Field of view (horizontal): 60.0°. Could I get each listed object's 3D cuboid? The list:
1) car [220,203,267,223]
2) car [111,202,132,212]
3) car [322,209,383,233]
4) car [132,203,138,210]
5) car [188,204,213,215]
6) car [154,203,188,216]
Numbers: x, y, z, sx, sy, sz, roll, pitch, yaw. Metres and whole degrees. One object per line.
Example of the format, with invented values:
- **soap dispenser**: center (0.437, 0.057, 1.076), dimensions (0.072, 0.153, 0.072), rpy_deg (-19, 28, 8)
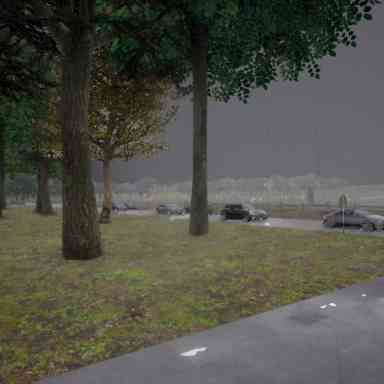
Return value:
- **car**: center (4.654, 1.791, 30.305), dimensions (2.097, 1.767, 4.553), rpy_deg (-1, -1, -35)
- **car**: center (-12.218, 2.518, 54.531), dimensions (1.837, 1.490, 4.892), rpy_deg (-1, 0, -35)
- **car**: center (10.716, 1.806, 21.678), dimensions (1.994, 1.385, 4.181), rpy_deg (-1, 0, -35)
- **car**: center (-11.421, 2.500, 58.329), dimensions (2.033, 1.411, 5.357), rpy_deg (-1, 0, -35)
- **car**: center (0.564, 2.096, 41.263), dimensions (1.837, 1.490, 4.892), rpy_deg (-1, 0, -35)
- **car**: center (-2.946, 2.182, 41.153), dimensions (1.837, 1.490, 4.892), rpy_deg (-1, -1, -35)
